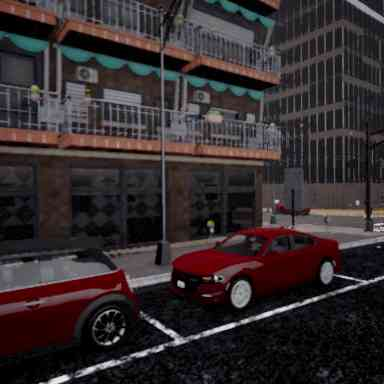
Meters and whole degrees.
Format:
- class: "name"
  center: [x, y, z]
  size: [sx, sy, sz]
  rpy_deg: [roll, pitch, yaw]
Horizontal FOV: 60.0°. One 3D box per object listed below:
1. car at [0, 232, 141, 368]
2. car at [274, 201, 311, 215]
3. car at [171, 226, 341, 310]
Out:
- class: "car"
  center: [-2.878, 1.439, 4.517]
  size: [4.097, 1.590, 1.967]
  rpy_deg: [0, 0, -35]
- class: "car"
  center: [10.878, 1.663, 36.615]
  size: [1.967, 1.590, 4.097]
  rpy_deg: [-2, 0, -36]
- class: "car"
  center: [1.620, 1.528, 7.724]
  size: [4.507, 1.381, 1.887]
  rpy_deg: [0, 0, -35]
